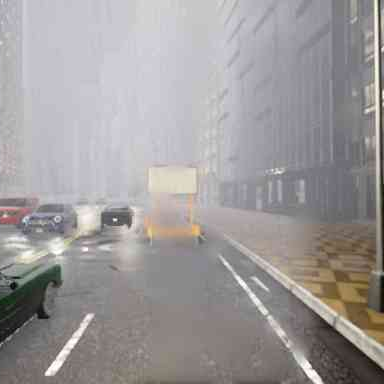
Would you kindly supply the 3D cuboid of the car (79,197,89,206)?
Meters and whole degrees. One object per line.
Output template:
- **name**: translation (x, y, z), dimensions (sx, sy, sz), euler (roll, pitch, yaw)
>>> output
- **car**: translation (-20.143, 1.681, 61.359), dimensions (1.882, 1.535, 5.008), euler (0, 0, -17)

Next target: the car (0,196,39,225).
- **car**: translation (-11.635, 1.287, 21.991), dimensions (2.150, 2.045, 5.566), euler (0, 0, -7)

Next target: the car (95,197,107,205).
- **car**: translation (-16.340, 1.690, 59.925), dimensions (1.882, 1.535, 5.008), euler (0, 0, -16)

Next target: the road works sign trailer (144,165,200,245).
- **road works sign trailer**: translation (-0.931, 0.522, 15.861), dimensions (2.380, 3.560, 2.880), euler (0, 0, -7)

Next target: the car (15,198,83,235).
- **car**: translation (-8.054, 1.414, 19.238), dimensions (2.097, 1.767, 4.553), euler (0, 0, -7)

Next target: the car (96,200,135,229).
- **car**: translation (-4.978, 1.555, 22.600), dimensions (1.882, 1.535, 5.008), euler (0, 0, -7)

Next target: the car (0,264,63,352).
- **car**: translation (-3.352, 1.617, 4.383), dimensions (1.895, 1.301, 4.718), euler (0, 0, -3)
